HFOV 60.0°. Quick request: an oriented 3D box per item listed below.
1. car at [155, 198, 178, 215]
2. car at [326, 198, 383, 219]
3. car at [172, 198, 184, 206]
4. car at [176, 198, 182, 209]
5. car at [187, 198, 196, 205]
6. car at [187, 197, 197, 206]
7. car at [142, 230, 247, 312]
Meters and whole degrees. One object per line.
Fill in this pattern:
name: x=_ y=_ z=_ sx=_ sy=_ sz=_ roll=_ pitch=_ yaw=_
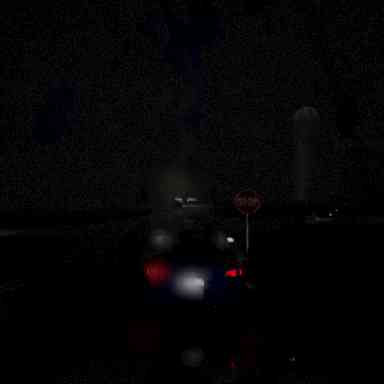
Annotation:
car: x=-2.869 y=1.671 z=35.857 sx=1.994 sy=1.385 sz=4.181 roll=0 pitch=0 yaw=-1
car: x=12.545 y=1.128 z=23.834 sx=5.357 sy=1.411 sz=2.033 roll=-2 pitch=-1 yaw=-2
car: x=-2.783 y=2.015 z=67.268 sx=2.128 sy=1.511 sz=4.902 roll=0 pitch=-1 yaw=0
car: x=-2.857 y=1.768 z=47.037 sx=2.033 sy=1.411 sz=5.357 roll=0 pitch=-1 yaw=0
car: x=-0.031 y=2.223 z=78.694 sx=2.033 sy=1.411 sz=5.357 roll=0 pitch=-1 yaw=0
car: x=-0.028 y=1.897 z=68.668 sx=2.097 sy=1.767 sz=4.553 roll=0 pitch=-1 yaw=0
car: x=0.072 y=1.569 z=7.827 sx=1.994 sy=1.385 sz=4.181 roll=0 pitch=0 yaw=1
